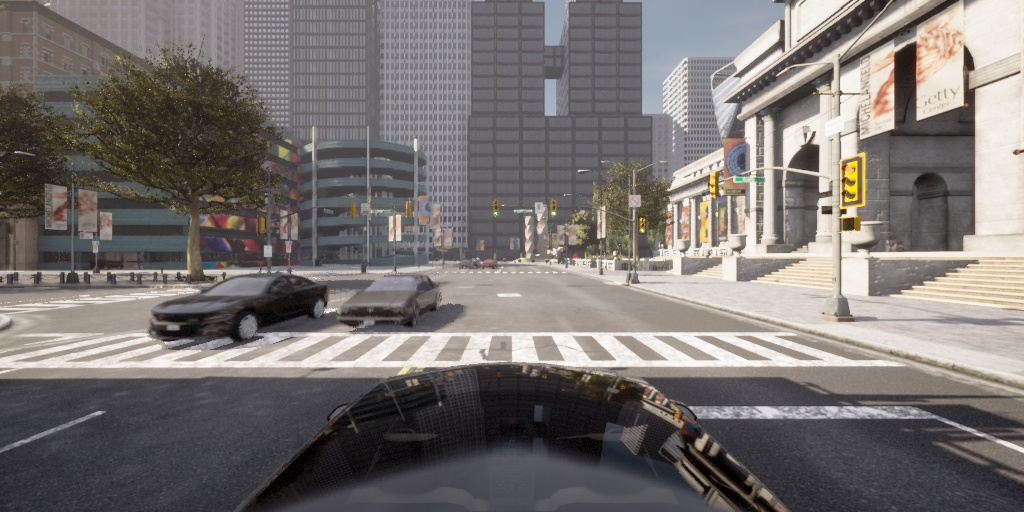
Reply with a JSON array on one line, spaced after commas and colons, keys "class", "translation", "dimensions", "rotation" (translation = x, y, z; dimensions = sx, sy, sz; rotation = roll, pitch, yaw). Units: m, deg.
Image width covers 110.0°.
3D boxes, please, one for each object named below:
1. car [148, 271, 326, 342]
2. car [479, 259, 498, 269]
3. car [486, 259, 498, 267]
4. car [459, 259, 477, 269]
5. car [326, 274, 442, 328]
[{"class": "car", "translation": [-7.094, 1.228, 10.010], "dimensions": [1.882, 1.535, 5.008], "rotation": [0, 0, 0]}, {"class": "car", "translation": [-3.572, 1.232, 55.911], "dimensions": [1.882, 1.535, 5.008], "rotation": [0, 0, 0]}, {"class": "car", "translation": [-3.567, 1.319, 64.861], "dimensions": [1.994, 1.385, 4.181], "rotation": [0, 0, 0]}, {"class": "car", "translation": [-7.071, 1.259, 55.890], "dimensions": [1.837, 1.490, 4.892], "rotation": [0, 0, 0]}, {"class": "car", "translation": [-3.592, 1.298, 11.695], "dimensions": [2.033, 1.411, 5.357], "rotation": [0, 0, 0]}]
